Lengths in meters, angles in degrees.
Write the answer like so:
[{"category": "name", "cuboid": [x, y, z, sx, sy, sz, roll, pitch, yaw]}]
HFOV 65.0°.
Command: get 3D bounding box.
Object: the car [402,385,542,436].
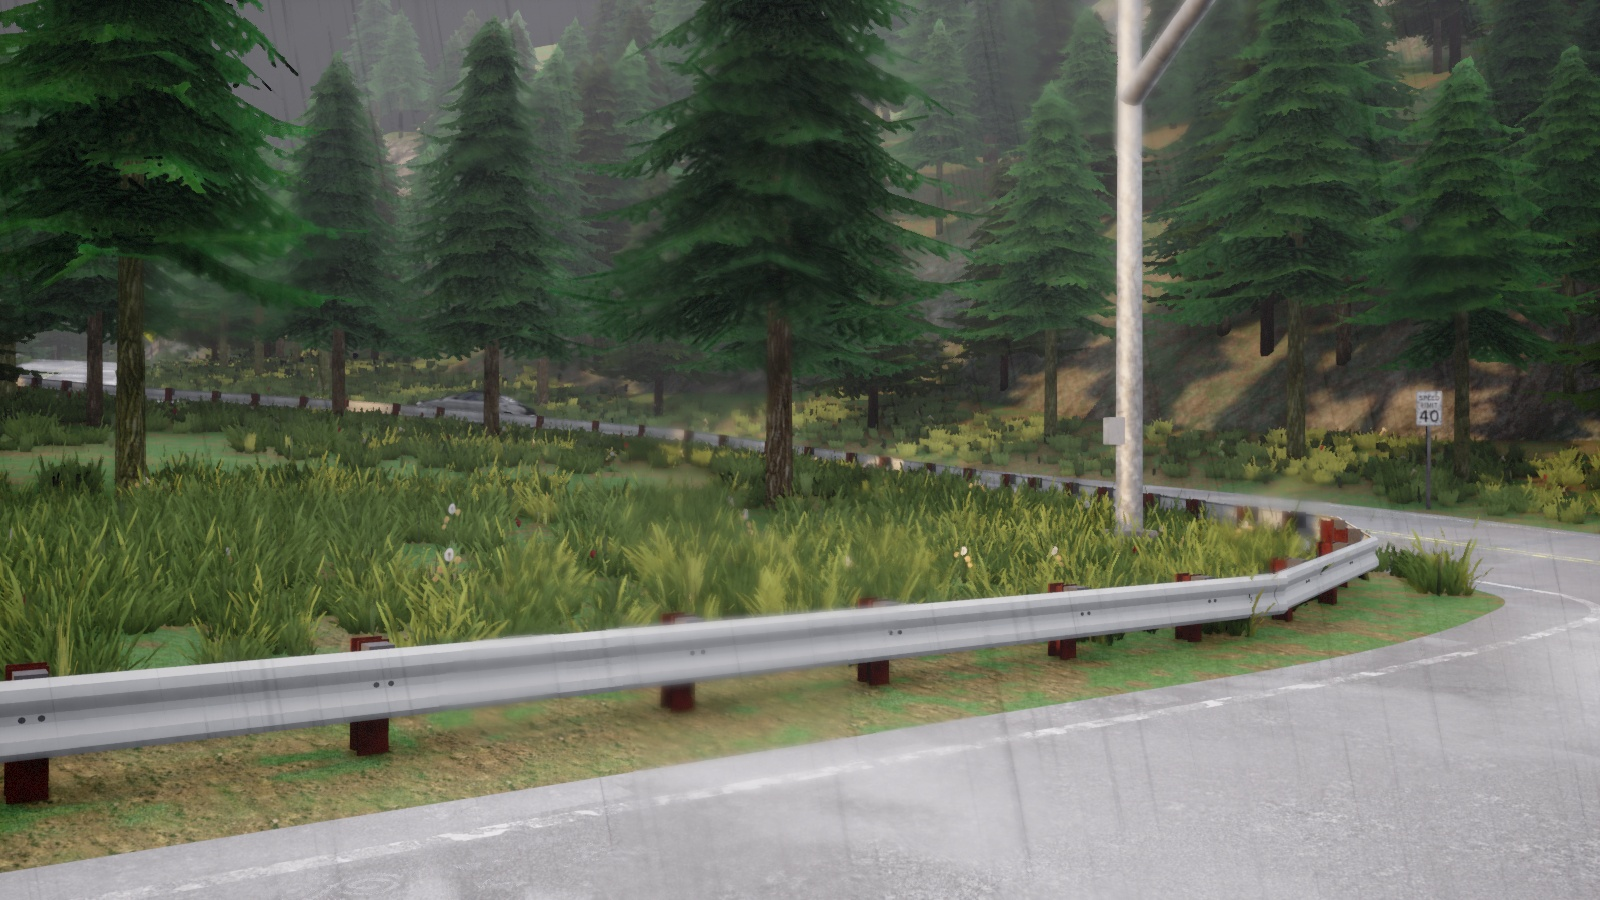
[{"category": "car", "cuboid": [-11.421, -1.353, 43.835, 4.181, 1.385, 1.994, 5, 1, 7]}]
